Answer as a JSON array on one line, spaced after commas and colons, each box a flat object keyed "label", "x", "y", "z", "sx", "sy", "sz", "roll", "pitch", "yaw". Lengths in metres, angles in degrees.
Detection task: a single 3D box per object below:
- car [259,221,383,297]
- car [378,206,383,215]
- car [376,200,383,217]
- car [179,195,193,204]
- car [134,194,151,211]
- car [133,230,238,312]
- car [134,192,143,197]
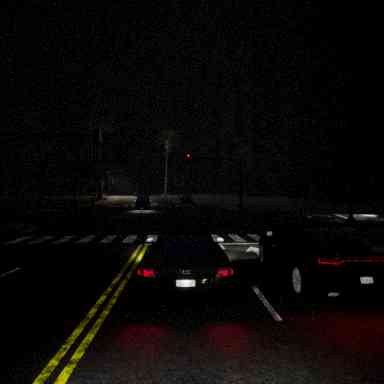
[{"label": "car", "x": 3.117, "y": 1.476, "z": 8.613, "sx": 1.882, "sy": 1.535, "sz": 5.008, "roll": 0, "pitch": 0, "yaw": -3}, {"label": "car", "x": 18.305, "y": 1.418, "z": 26.938, "sx": 5.008, "sy": 1.535, "sz": 1.882, "roll": 0, "pitch": 0, "yaw": 12}, {"label": "car", "x": 19.252, "y": 1.490, "z": 30.061, "sx": 4.181, "sy": 1.385, "sz": 1.994, "roll": 0, "pitch": 0, "yaw": 13}, {"label": "car", "x": -1.066, "y": 1.150, "z": 54.563, "sx": 2.128, "sy": 1.511, "sz": 4.902, "roll": 0, "pitch": 1, "yaw": -8}, {"label": "car", "x": -5.847, "y": 1.398, "z": 39.558, "sx": 2.033, "sy": 1.411, "sz": 5.357, "roll": 0, "pitch": 1, "yaw": -7}, {"label": "car", "x": -0.158, "y": 1.563, "z": 7.812, "sx": 1.994, "sy": 1.385, "sz": 4.181, "roll": 0, "pitch": 0, "yaw": -1}, {"label": "car", "x": -14.207, "y": 0.589, "z": 87.868, "sx": 1.994, "sy": 1.385, "sz": 4.181, "roll": 0, "pitch": 1, "yaw": -14}]
